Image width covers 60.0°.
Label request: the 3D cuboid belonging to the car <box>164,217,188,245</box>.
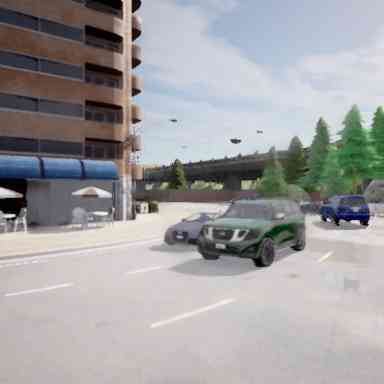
[{"bbox_3d":[0.587,1.624,14.981,1.994,1.385,4.181,0,0,33],"label":"car"}]

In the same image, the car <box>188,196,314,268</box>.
[{"bbox_3d":[2.436,1.269,12.047,2.150,2.045,5.566,0,-1,35],"label":"car"}]

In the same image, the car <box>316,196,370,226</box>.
[{"bbox_3d":[11.010,1.295,24.236,2.150,2.045,5.566,0,0,8],"label":"car"}]

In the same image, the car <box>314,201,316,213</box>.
[{"bbox_3d":[13.785,1.659,36.051,2.033,1.411,5.357,0,0,-12],"label":"car"}]
